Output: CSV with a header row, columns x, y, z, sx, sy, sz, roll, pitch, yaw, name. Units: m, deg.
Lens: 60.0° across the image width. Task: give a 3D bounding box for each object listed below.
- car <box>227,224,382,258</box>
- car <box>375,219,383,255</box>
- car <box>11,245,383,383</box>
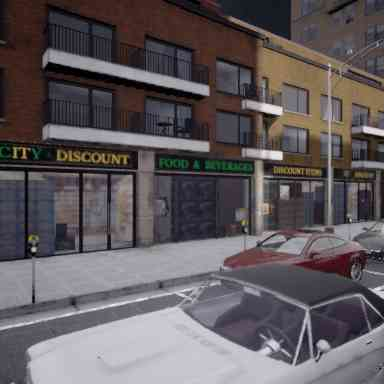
x,y,z,sx,sy,sz,roll,pitch,yaw,name
2.554,1.582,8.002,4.206,1.307,1.802,0,0,-35,car
7.051,1.551,11.202,4.403,1.369,2.008,0,0,-35,car
0.744,1.601,3.599,4.718,1.301,1.895,0,0,-35,car
